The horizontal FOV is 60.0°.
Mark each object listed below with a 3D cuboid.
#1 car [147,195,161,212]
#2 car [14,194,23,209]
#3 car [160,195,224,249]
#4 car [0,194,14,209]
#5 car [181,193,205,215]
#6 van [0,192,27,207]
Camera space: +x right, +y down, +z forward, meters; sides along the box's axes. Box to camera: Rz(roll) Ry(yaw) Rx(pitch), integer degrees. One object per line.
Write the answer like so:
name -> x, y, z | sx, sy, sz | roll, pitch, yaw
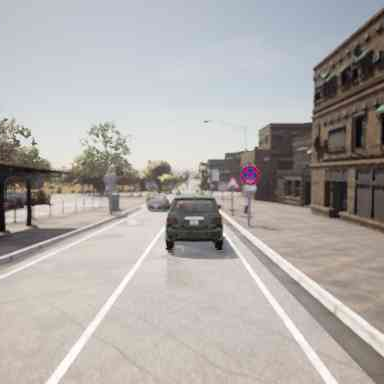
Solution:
car -> -3.357, 1.106, 33.410 | 2.128, 1.511, 4.902 | 0, 1, 0
car -> -22.160, 1.240, 37.267 | 4.792, 1.488, 2.163 | 0, 0, 0
car -> 0.087, 1.109, 14.097 | 2.150, 2.045, 5.566 | 0, 1, 0
car -> -21.940, 1.226, 34.490 | 5.366, 1.575, 1.946 | 0, 0, 0
car -> 0.084, 1.010, 30.614 | 2.097, 1.767, 4.553 | 0, 1, 0
van -> -22.018, 0.965, 40.039 | 4.442, 1.987, 1.878 | 0, 0, 0
